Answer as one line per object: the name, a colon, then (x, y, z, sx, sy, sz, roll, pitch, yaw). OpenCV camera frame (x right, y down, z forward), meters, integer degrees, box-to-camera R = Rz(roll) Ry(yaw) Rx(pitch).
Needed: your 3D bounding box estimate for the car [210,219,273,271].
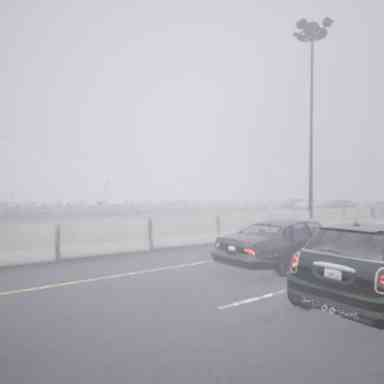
car: (3.093, 1.532, 10.250, 5.357, 1.411, 2.033, 0, 0, -35)

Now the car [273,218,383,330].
car: (4.003, 1.339, 6.603, 4.553, 1.767, 2.097, 0, 0, -35)

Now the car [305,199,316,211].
car: (14.115, 1.569, 39.841, 4.674, 1.442, 1.812, 1, -1, -35)

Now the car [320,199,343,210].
car: (16.429, 1.553, 37.193, 4.892, 1.490, 1.837, 1, -1, -35)

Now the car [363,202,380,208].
car: (19.925, 1.629, 35.383, 4.181, 1.385, 1.994, 1, 0, -35)
